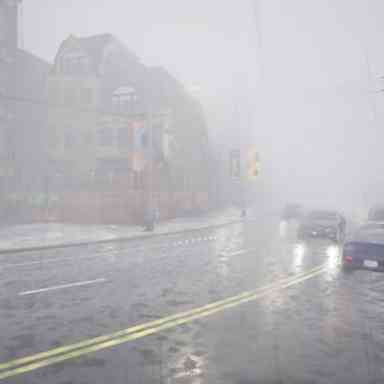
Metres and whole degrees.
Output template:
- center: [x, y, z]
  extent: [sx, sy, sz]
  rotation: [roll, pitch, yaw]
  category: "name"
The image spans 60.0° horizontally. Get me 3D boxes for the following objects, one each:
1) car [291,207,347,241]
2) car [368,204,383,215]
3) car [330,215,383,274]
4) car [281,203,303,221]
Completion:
- center: [6.907, 1.674, 17.369]
  extent: [1.837, 1.490, 4.892]
  rotation: [0, 0, 32]
  category: "car"
- center: [15.678, 1.753, 27.122]
  extent: [1.882, 1.535, 5.008]
  rotation: [0, -1, 21]
  category: "car"
- center: [5.963, 1.628, 9.978]
  extent: [1.812, 1.442, 4.674]
  rotation: [0, -1, 41]
  category: "car"
- center: [9.358, 1.797, 30.427]
  extent: [1.837, 1.490, 4.892]
  rotation: [0, -1, 21]
  category: "car"
